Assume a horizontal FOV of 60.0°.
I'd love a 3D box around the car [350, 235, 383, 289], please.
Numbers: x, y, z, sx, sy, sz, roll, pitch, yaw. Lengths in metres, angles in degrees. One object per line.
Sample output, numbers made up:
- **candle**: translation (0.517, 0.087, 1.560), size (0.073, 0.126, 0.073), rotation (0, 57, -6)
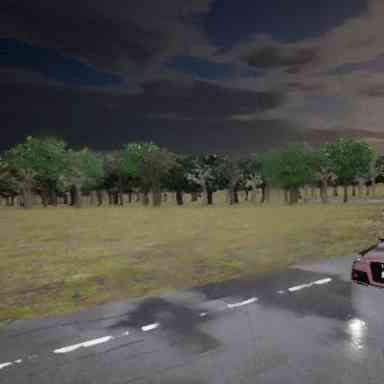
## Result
- **car**: translation (5.718, 1.562, 8.068), size (4.181, 1.385, 1.994), rotation (0, 0, -35)
